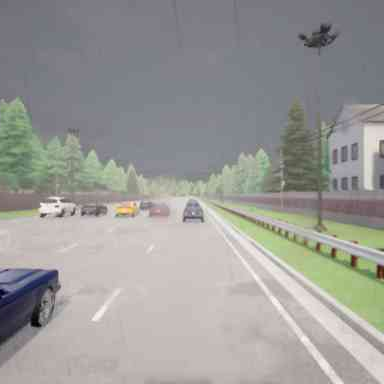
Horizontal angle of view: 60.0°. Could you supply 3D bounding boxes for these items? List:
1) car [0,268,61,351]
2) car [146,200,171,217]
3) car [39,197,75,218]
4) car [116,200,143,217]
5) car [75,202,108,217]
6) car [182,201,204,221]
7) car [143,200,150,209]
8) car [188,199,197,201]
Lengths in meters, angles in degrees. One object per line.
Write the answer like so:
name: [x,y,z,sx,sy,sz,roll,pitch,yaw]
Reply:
car: [-3.397,1.643,4.184,1.895,1.301,4.718,0,-1,0]
car: [-3.375,1.906,35.498,1.994,1.385,4.181,0,-1,0]
car: [-13.875,1.559,34.690,2.150,2.045,5.566,0,0,0]
car: [-6.875,1.825,35.962,1.882,1.535,5.008,0,-1,0]
car: [-10.376,1.836,35.581,2.128,1.511,4.902,0,0,0]
car: [0.121,1.836,29.865,2.033,1.411,5.357,0,-1,0]
car: [-6.876,1.976,50.172,2.128,1.511,4.902,0,0,0]
car: [0.127,1.849,51.708,2.097,1.767,4.553,0,-1,0]
